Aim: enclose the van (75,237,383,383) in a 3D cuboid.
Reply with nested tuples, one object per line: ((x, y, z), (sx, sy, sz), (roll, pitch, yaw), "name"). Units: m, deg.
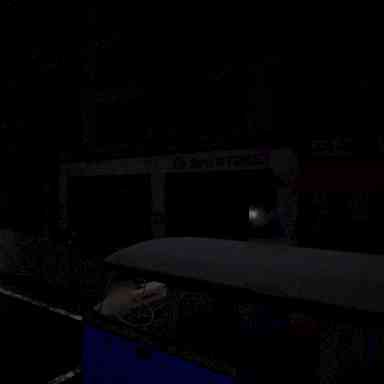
((0.829, 1.341, 2.485), (3.998, 1.788, 1.690), (0, 0, 36), "van")
